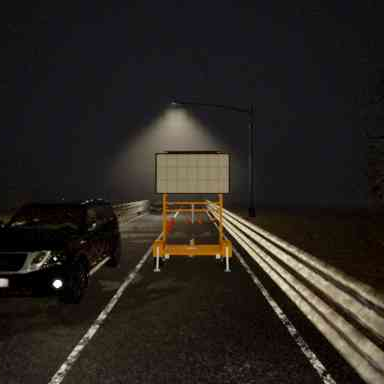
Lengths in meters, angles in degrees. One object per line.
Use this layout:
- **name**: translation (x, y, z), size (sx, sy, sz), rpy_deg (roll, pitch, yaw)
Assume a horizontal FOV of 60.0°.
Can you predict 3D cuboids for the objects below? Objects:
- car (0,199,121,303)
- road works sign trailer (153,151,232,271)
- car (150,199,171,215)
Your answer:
- **car**: translation (-3.340, 1.224, 8.558), size (2.150, 2.045, 5.566), rpy_deg (0, 0, 0)
- **road works sign trailer**: translation (0.024, 0.468, 10.860), size (2.380, 3.560, 2.880), rpy_deg (0, 0, 0)
- **car**: translation (-3.206, 1.490, 34.686), size (1.882, 1.535, 5.008), rpy_deg (0, 0, 0)
